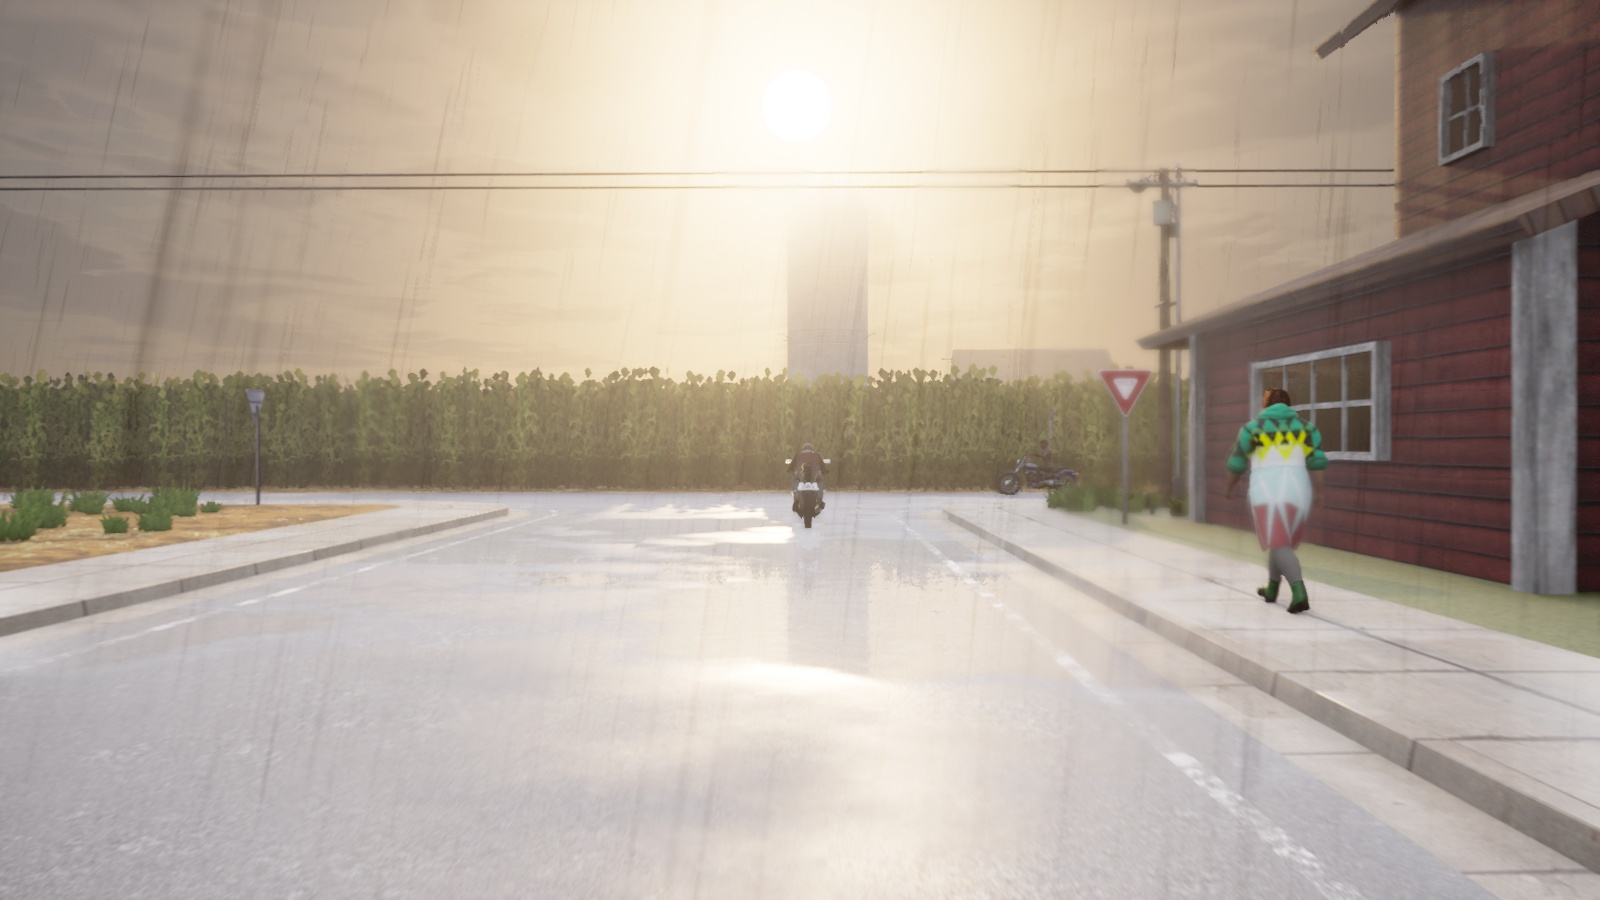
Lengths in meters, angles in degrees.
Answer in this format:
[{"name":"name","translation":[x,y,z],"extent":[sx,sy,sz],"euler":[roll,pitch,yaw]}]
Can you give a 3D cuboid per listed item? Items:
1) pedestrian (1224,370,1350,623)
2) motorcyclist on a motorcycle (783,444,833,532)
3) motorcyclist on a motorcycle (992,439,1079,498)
[{"name":"pedestrian","translation":[3.903,0.355,10.114],"extent":[0.659,1.952,0.873],"euler":[0,0,-1]},{"name":"motorcyclist on a motorcycle","translation":[0.147,0.652,23.006],"extent":[0.866,1.530,2.191],"euler":[0,0,0]},{"name":"motorcyclist on a motorcycle","translation":[6.745,0.526,36.008],"extent":[2.350,1.649,0.766],"euler":[0,0,1]}]
